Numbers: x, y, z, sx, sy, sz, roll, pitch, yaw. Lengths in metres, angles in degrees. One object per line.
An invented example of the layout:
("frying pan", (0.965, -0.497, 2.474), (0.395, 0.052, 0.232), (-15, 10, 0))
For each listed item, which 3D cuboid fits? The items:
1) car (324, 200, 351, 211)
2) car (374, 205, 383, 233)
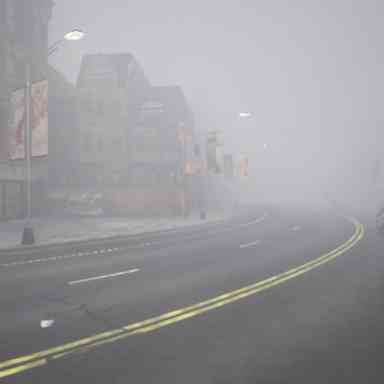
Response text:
("car", (17.129, 1.544, 39.470), (1.895, 1.301, 4.718), (0, 0, 8))
("car", (11.506, 1.504, 18.840), (2.033, 1.411, 5.357), (0, 0, 27))
